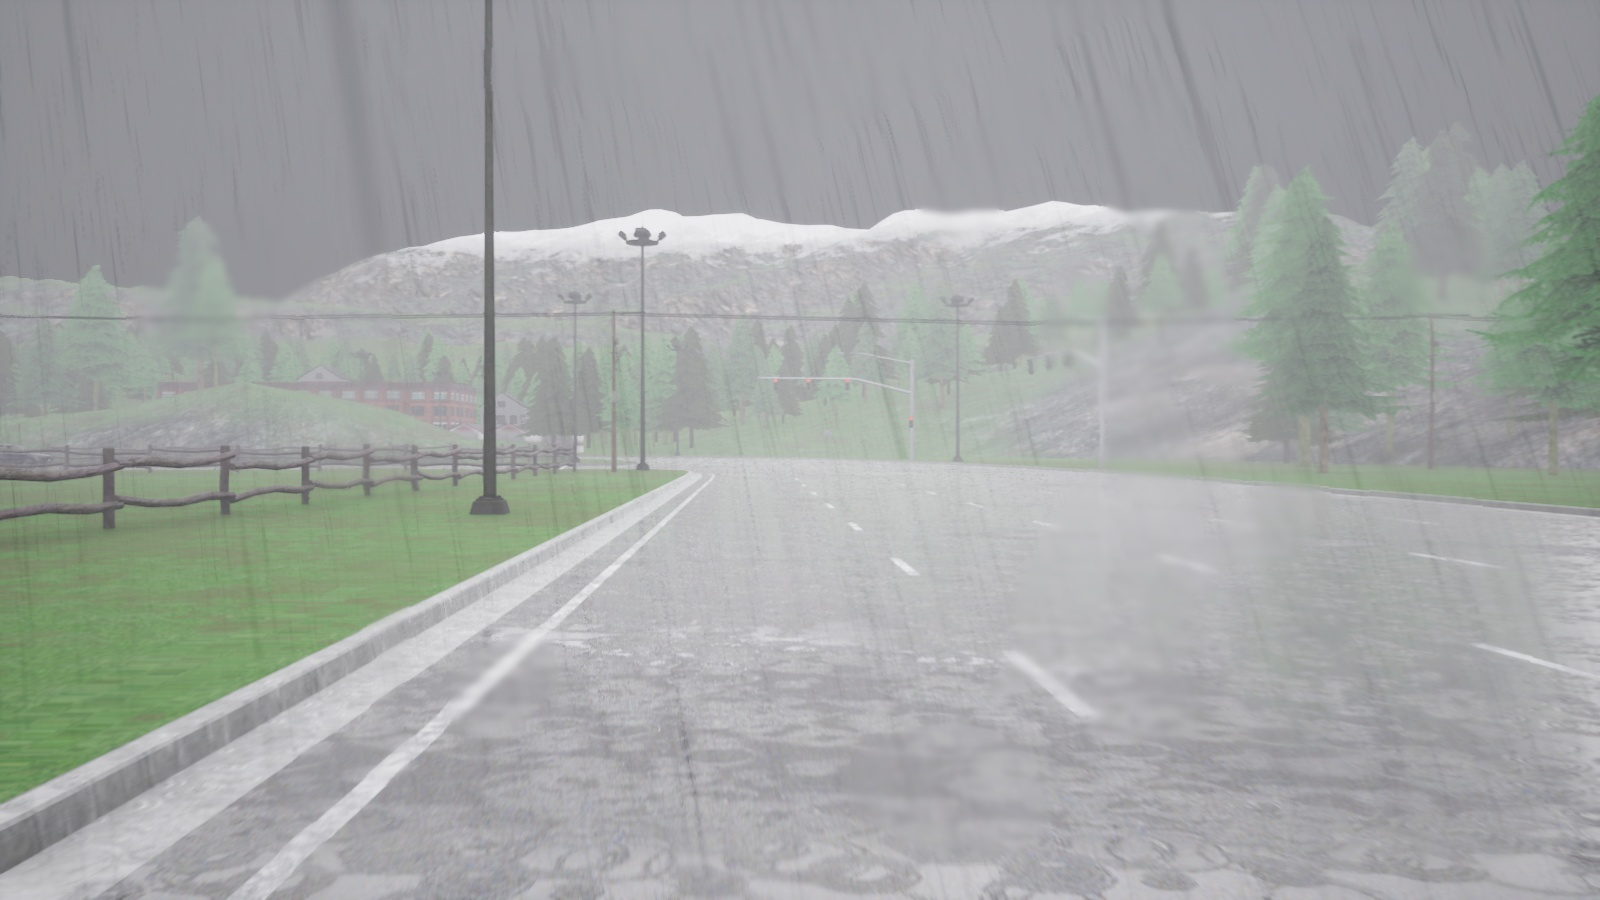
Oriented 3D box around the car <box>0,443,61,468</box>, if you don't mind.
[{"bbox_3d":[-47.389,0.306,75.998,4.193,1.474,1.816,0,0,-3],"label":"car"}]
